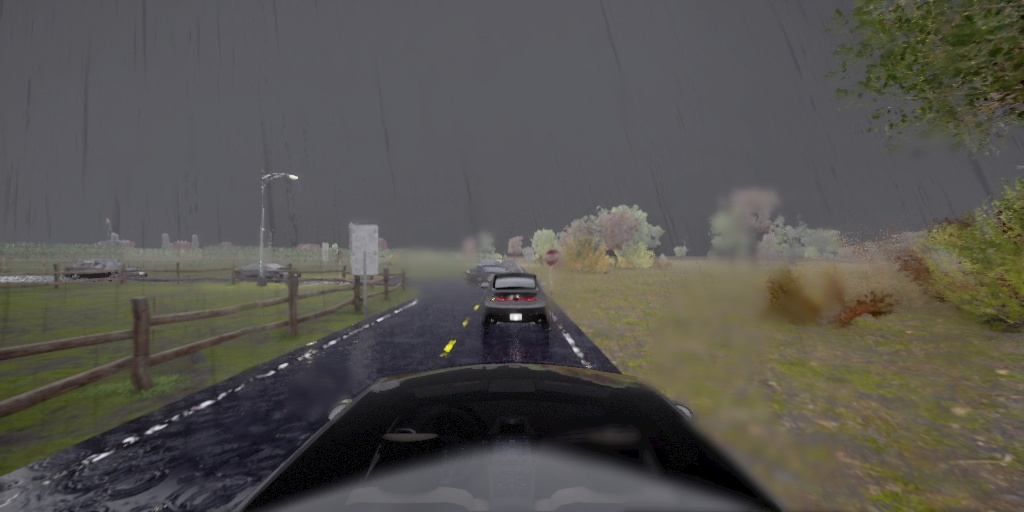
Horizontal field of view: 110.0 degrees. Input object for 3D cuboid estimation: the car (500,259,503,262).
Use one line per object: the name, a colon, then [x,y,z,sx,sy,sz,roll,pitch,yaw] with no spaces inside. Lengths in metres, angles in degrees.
car: [-2.833,1.301,56.184,2.033,1.411,5.357,0,0,0]

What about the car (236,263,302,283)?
car: [-17.891,1.207,26.379,4.181,1.385,1.994,0,1,0]

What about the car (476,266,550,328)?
car: [0.097,1.249,11.293,1.837,1.490,4.892,0,0,0]

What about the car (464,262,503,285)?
car: [-1.602,1.289,23.285,2.033,1.411,5.357,0,0,-23]

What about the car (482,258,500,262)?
car: [-2.853,1.098,43.689,2.097,1.767,4.553,0,0,0]

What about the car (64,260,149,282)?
car: [-29.586,1.054,26.254,4.902,1.511,2.128,0,1,-1]
